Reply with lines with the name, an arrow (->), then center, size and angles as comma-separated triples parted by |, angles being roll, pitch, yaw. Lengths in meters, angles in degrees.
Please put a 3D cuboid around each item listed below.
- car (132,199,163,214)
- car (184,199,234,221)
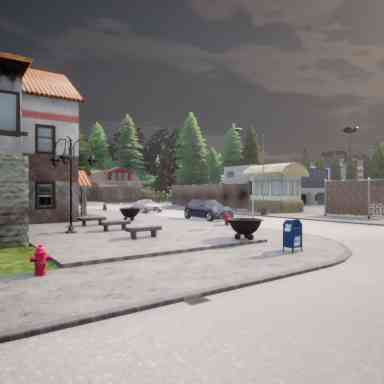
car -> -4.919, 1.526, 35.805 | 1.812, 1.442, 4.674 | 0, 0, -35
car -> 1.309, 1.352, 27.020 | 2.097, 1.767, 4.553 | 0, 0, -35
